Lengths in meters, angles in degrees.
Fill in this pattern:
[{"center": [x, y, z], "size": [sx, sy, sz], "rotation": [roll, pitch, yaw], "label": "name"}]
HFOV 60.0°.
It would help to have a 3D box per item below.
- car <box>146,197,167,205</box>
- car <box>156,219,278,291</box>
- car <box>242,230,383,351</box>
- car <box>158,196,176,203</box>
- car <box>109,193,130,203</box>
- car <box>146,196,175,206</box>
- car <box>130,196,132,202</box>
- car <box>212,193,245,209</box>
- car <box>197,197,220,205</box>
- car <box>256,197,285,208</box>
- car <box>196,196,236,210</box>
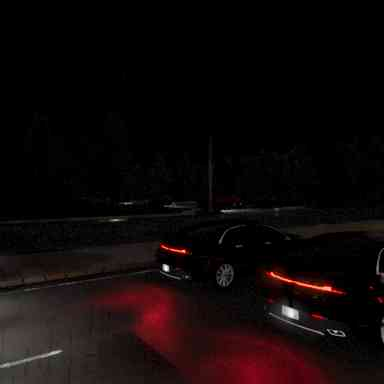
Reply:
[{"center": [-6.626, 1.601, 61.729], "size": [1.895, 1.301, 4.718], "rotation": [0, 0, -35], "label": "car"}, {"center": [1.380, 1.505, 9.079], "size": [4.892, 1.490, 1.837], "rotation": [0, 0, -35], "label": "car"}, {"center": [3.412, 1.505, 6.230], "size": [4.892, 1.490, 1.837], "rotation": [0, 0, -35], "label": "car"}, {"center": [-5.396, 1.524, 72.289], "size": [1.812, 1.442, 4.674], "rotation": [0, 0, -35], "label": "car"}, {"center": [-15.143, 1.547, 67.903], "size": [2.033, 1.411, 5.357], "rotation": [0, 0, -35], "label": "car"}, {"center": [-5.072, 1.601, 53.371], "size": [1.895, 1.301, 4.718], "rotation": [0, 0, -35], "label": "car"}, {"center": [-15.447, 1.170, 74.435], "size": [2.150, 2.045, 5.566], "rotation": [0, 0, -35], "label": "car"}, {"center": [4.764, 1.222, 45.426], "size": [2.150, 2.045, 5.566], "rotation": [0, 0, -35], "label": "car"}, {"center": [2.960, 1.563, 60.225], "size": [1.994, 1.385, 4.181], "rotation": [0, 0, -35], "label": "car"}, {"center": [11.300, 1.526, 48.296], "size": [1.812, 1.442, 4.674], "rotation": [0, 0, -35], "label": "car"}, {"center": [2.676, 1.547, 42.275], "size": [2.033, 1.411, 5.357], "rotation": [0, 0, -35], "label": "car"}]
